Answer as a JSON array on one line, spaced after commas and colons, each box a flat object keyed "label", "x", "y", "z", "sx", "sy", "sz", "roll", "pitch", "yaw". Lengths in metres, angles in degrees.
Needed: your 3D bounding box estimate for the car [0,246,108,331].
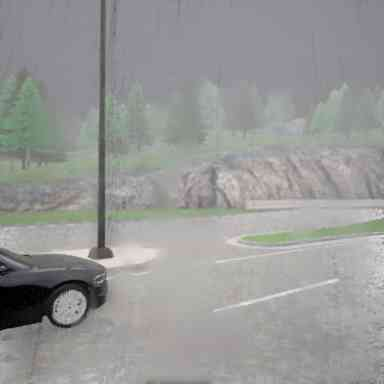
[{"label": "car", "x": -3.855, "y": 1.478, "z": 5.295, "sx": 5.008, "sy": 1.535, "sz": 1.882, "roll": 1, "pitch": -1, "yaw": -36}]
